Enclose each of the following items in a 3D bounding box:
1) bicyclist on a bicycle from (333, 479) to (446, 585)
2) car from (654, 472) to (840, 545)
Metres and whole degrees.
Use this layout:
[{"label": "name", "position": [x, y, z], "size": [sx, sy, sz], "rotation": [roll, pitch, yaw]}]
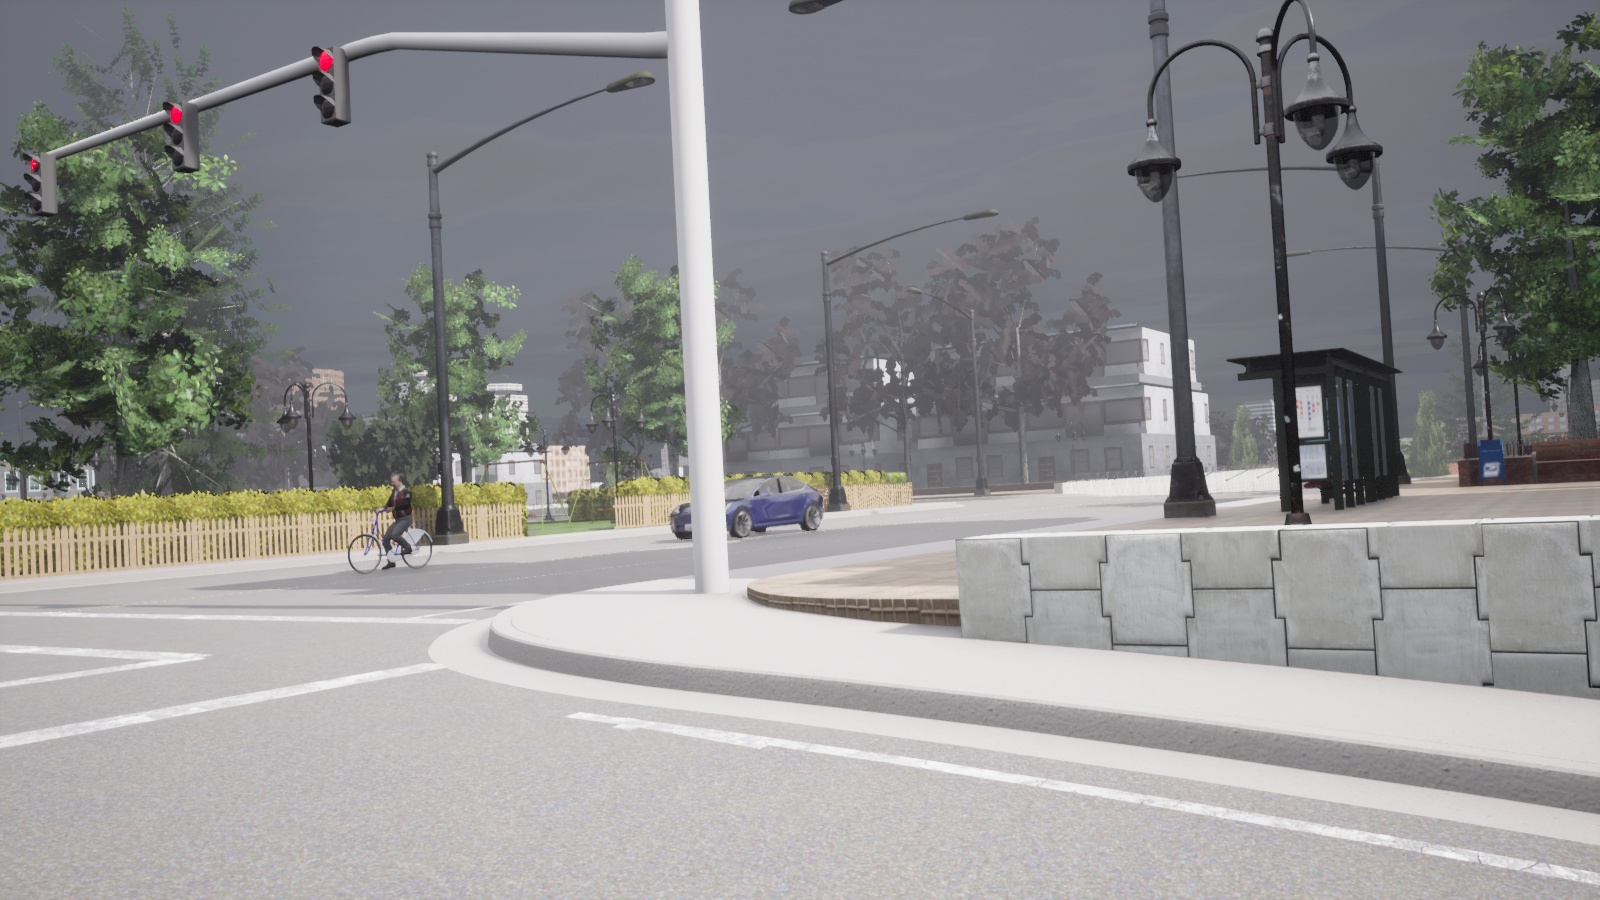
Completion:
[{"label": "bicyclist on a bicycle", "position": [-7.417, 1.467, 22.765], "size": [0.659, 1.776, 1.843], "rotation": [-5, -2, 34]}, {"label": "car", "position": [-1.247, 1.438, 31.761], "size": [2.163, 1.488, 4.792], "rotation": [-5, -2, 34]}]
